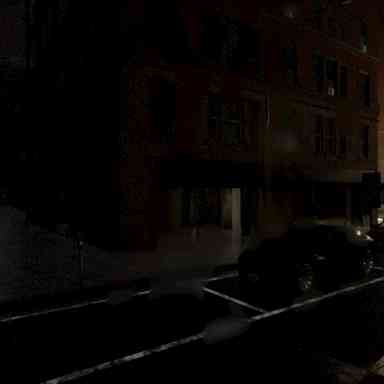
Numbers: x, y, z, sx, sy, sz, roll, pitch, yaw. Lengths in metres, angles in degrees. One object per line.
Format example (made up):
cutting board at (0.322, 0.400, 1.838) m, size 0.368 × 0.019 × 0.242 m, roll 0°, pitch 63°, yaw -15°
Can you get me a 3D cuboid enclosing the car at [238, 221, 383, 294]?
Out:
car at (3.163, 1.565, 8.797) m, size 4.313 × 1.339 × 1.947 m, roll 0°, pitch 0°, yaw -36°
